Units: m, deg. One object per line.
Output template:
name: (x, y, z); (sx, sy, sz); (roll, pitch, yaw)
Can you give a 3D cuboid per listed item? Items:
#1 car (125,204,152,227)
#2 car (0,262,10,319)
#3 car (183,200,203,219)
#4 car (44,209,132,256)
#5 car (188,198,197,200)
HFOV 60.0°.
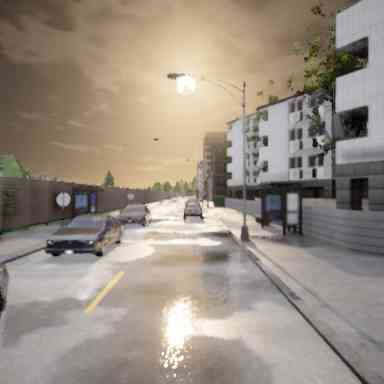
car: (-4.076, 1.657, 24.264); (1.837, 1.490, 4.892); (0, 0, 0)
car: (-4.092, 1.531, 3.867); (1.837, 1.490, 4.892); (0, -1, 0)
car: (0.099, 1.743, 31.374); (2.033, 1.411, 5.357); (0, 0, 0)
car: (-4.087, 1.634, 13.716); (2.033, 1.411, 5.357); (0, 0, 0)
car: (0.091, 1.645, 47.271); (2.097, 1.767, 4.553); (0, 0, 0)
